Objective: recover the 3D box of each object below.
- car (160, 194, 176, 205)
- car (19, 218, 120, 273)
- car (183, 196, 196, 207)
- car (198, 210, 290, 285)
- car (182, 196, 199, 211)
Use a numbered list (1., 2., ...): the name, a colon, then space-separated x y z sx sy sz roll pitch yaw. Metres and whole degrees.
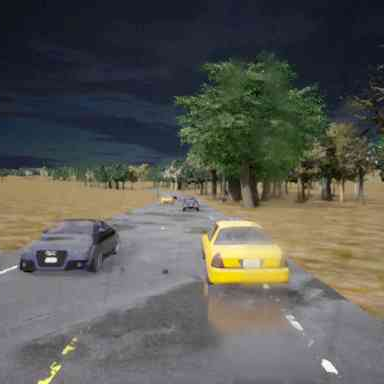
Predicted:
1. car: -4.024 1.288 53.831 1.882 1.535 5.008 0 0 -1
2. car: -3.612 1.553 10.521 1.994 1.385 4.181 0 0 0
3. car: -0.335 1.363 48.853 1.812 1.442 4.674 0 0 -1
4. car: 1.222 1.446 9.418 1.801 1.575 5.366 0 0 0
5. car: -0.130 1.443 38.271 2.033 1.411 5.357 0 0 0
